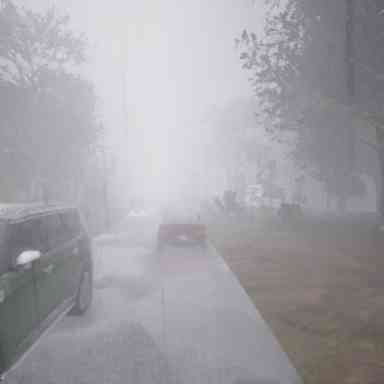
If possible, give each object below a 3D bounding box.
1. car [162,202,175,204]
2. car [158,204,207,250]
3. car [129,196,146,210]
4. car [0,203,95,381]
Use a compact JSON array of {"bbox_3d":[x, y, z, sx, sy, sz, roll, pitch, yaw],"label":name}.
[{"bbox_3d":[-2.389,1.726,33.599,2.033,1.411,5.357,1,-1,-8],"label":"car"},{"bbox_3d":[-0.470,1.507,14.426,1.882,1.535,5.008,0,0,-3],"label":"car"},{"bbox_3d":[-8.082,1.613,49.382,2.150,2.045,5.566,1,-2,-11],"label":"car"},{"bbox_3d":[-2.959,1.218,4.529,2.150,2.045,5.566,0,0,-2],"label":"car"}]
